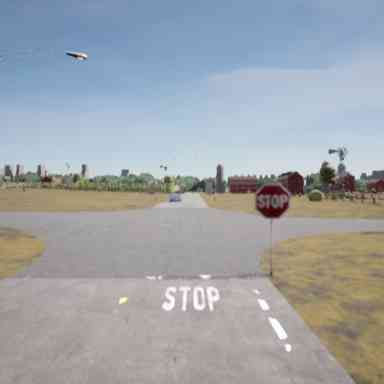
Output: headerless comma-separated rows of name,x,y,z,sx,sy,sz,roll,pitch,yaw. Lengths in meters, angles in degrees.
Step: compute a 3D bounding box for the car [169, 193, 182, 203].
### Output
car,-2.578,0.926,52.565,1.812,1.442,4.674,0,2,0
